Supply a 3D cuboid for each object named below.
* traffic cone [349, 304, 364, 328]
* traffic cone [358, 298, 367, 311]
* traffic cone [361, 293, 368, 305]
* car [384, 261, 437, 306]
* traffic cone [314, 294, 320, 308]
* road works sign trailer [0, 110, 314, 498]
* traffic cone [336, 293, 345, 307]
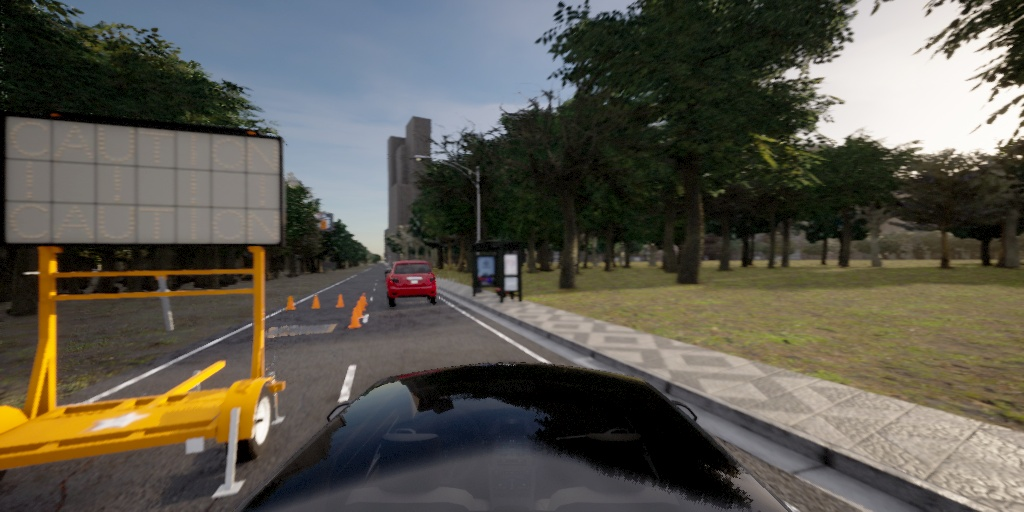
[{"bbox_3d":[-4.877,1.901,11.162,0.340,0.580,0.340,0,0,-20],"label":"traffic cone"},{"bbox_3d":[-5.559,1.936,13.042,0.340,0.580,0.340,0,0,-20],"label":"traffic cone"},{"bbox_3d":[-6.241,1.972,14.921,0.340,0.580,0.340,0,0,-20],"label":"traffic cone"},{"bbox_3d":[-5.181,1.267,18.169,2.150,2.045,5.566,-1,-1,-20],"label":"car"},{"bbox_3d":[-8.803,2.026,16.119,0.340,0.580,0.340,0,0,-20],"label":"traffic cone"},{"bbox_3d":[-3.887,0.302,4.075,2.380,3.560,2.880,0,0,-20],"label":"road works sign trailer"},{"bbox_3d":[-7.863,2.017,16.460,0.340,0.580,0.340,0,0,-20],"label":"traffic cone"}]
